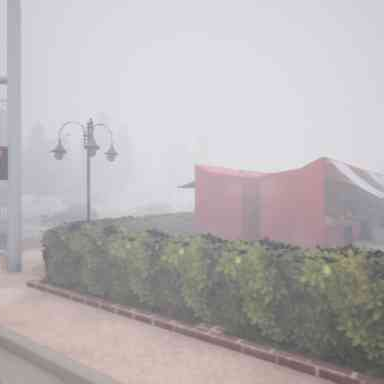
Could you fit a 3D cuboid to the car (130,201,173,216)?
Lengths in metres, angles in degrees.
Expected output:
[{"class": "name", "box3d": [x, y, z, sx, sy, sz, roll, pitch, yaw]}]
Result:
[{"class": "car", "box3d": [-3.945, 1.609, 32.865, 2.128, 1.511, 4.902, 0, 0, 36]}]

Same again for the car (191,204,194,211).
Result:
[{"class": "car", "box3d": [1.911, 1.717, 40.932, 1.895, 1.301, 4.718, 0, 0, 36]}]

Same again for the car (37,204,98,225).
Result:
[{"class": "car", "box3d": [-9.336, 1.643, 25.391, 1.812, 1.442, 4.674, 0, 0, 35]}]
